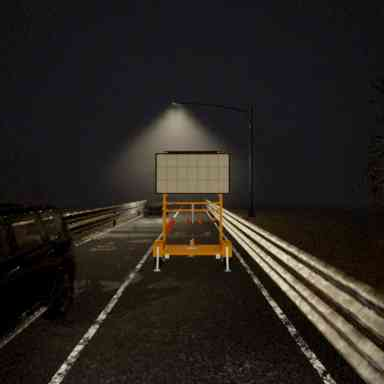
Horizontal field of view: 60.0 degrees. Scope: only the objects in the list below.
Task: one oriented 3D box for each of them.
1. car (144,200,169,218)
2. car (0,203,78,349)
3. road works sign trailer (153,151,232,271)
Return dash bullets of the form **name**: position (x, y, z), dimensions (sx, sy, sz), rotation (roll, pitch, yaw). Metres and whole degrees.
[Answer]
- **car**: position (-3.211, 1.489, 30.591), dimensions (1.882, 1.535, 5.008), rotation (0, 0, 0)
- **car**: position (-3.345, 1.223, 4.432), dimensions (2.150, 2.045, 5.566), rotation (0, 0, 0)
- **road works sign trailer**: position (0.024, 0.468, 10.860), dimensions (2.380, 3.560, 2.880), rotation (0, 0, 0)
